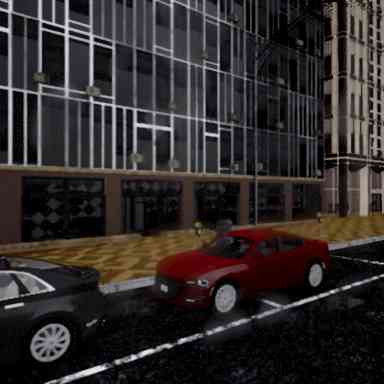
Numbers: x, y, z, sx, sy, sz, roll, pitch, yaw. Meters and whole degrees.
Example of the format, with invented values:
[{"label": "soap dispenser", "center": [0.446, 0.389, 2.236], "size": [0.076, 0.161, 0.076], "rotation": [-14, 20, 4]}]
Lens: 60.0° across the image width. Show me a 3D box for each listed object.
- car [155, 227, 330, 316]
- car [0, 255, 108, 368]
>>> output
[{"label": "car", "center": [1.302, 1.539, 7.541], "size": [4.507, 1.381, 1.887], "rotation": [0, 0, -36]}, {"label": "car", "center": [-3.294, 1.581, 4.190], "size": [4.403, 1.369, 2.008], "rotation": [0, 0, -36]}]
